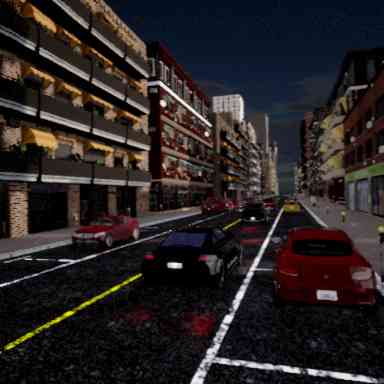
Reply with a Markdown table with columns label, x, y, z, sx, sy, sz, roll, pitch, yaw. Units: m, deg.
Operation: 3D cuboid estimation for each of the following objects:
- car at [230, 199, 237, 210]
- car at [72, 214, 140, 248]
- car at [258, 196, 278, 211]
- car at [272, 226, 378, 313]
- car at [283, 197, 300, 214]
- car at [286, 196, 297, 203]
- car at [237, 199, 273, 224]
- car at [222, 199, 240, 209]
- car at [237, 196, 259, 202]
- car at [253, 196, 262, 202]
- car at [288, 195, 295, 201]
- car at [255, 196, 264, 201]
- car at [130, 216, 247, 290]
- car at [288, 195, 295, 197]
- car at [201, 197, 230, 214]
| label | x | y | z | sx | sy | sz | roll | pitch | yaw |
| --- | --- | --- | --- | --- | --- | --- | --- | --- | --- |
| car | 4.100 | 1.615 | 42.875 | 1.967 | 1.590 | 4.097 | -1 | 0 | 17 |
| car | -3.922 | 1.755 | 15.860 | 1.802 | 1.307 | 4.206 | -1 | 0 | 17 |
| car | 9.684 | 1.563 | 41.695 | 1.837 | 1.490 | 4.892 | -1 | 0 | 17 |
| car | 2.849 | 1.516 | 7.629 | 1.812 | 1.442 | 4.674 | -1 | 0 | 17 |
| car | 10.576 | 1.528 | 35.246 | 1.752 | 1.417 | 4.829 | -1 | 0 | 17 |
| car | 20.157 | 1.552 | 67.500 | 2.008 | 1.369 | 4.403 | -1 | 0 | 17 |
| car | 4.855 | 1.560 | 25.087 | 1.837 | 1.490 | 4.892 | -1 | 0 | 17 |
| car | 5.707 | 1.719 | 48.279 | 1.887 | 1.381 | 4.507 | -1 | 0 | 17 |
| car | 7.898 | 1.471 | 46.280 | 2.097 | 1.767 | 4.553 | -1 | 0 | 17 |
| car | 16.940 | 1.722 | 86.098 | 2.008 | 1.369 | 4.403 | -1 | 0 | 17 |
| car | 26.625 | 1.524 | 89.274 | 1.752 | 1.417 | 4.829 | -1 | 0 | 17 |
| car | 18.545 | 1.721 | 91.502 | 2.008 | 1.369 | 4.403 | -1 | 0 | 17 |
| car | 0.190 | 1.617 | 9.377 | 1.994 | 1.385 | 4.181 | -1 | 0 | 17 |
| car | 13.737 | 1.547 | 45.889 | 1.887 | 1.381 | 4.507 | -1 | 0 | 17 |
| car | 2.493 | 1.490 | 37.474 | 2.192 | 1.841 | 5.009 | -1 | 0 | 17 |
